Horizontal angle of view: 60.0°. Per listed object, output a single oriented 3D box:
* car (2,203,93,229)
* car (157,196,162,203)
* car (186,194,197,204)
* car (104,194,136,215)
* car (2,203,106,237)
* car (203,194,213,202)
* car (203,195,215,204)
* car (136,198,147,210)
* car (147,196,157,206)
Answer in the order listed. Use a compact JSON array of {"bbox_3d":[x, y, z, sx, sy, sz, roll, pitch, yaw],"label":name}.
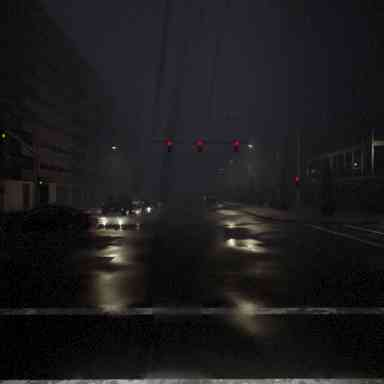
[{"bbox_3d":[-9.141,1.507,21.276,5.008,1.535,1.882,0,0,0],"label":"car"},{"bbox_3d":[-7.103,1.525,67.630,1.812,1.442,4.674,0,0,1],"label":"car"},{"bbox_3d":[-0.038,1.564,63.357,1.994,1.385,4.181,0,0,1],"label":"car"},{"bbox_3d":[-7.455,1.221,33.762,2.150,2.045,5.566,0,0,0],"label":"car"},{"bbox_3d":[-7.460,1.519,17.774,4.902,1.511,2.128,0,0,0],"label":"car"},{"bbox_3d":[3.485,1.355,74.641,2.097,1.767,4.553,0,0,1],"label":"car"},{"bbox_3d":[3.465,1.491,63.629,2.128,1.511,4.902,0,0,1],"label":"car"},{"bbox_3d":[-7.440,1.526,43.556,1.812,1.442,4.674,0,0,1],"label":"car"},{"bbox_3d":[-7.331,1.601,53.526,1.895,1.301,4.718,0,0,1],"label":"car"}]
